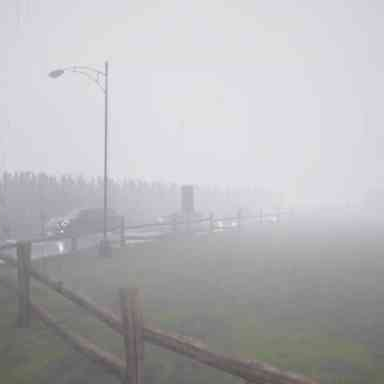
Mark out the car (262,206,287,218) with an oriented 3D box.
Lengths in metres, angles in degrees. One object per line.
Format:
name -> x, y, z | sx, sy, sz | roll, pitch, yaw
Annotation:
car -> 10.809, 2.551, 43.319 | 1.812, 1.442, 4.674 | -1, -2, 35

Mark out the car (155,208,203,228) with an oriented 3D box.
car -> -0.952, 2.058, 27.182 | 2.128, 1.511, 4.902 | -1, -2, 36

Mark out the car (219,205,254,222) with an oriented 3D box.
car -> 4.747, 2.142, 35.050 | 2.097, 1.767, 4.553 | -1, -2, 36

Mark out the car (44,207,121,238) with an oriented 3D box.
car -> -6.320, 1.704, 19.674 | 2.097, 1.767, 4.553 | -1, -2, 34

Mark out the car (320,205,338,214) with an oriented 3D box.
car -> 22.414, 2.832, 54.458 | 1.882, 1.535, 5.008 | -1, -2, 36
